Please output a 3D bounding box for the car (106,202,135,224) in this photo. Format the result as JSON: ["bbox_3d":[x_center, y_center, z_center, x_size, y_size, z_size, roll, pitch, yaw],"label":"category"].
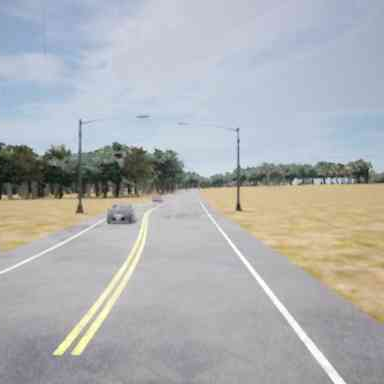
[{"bbox_3d":[-5.424,1.573,25.662,2.128,1.511,4.902,0,0,-7],"label":"car"}]

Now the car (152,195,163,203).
[{"bbox_3d":[-6.994,1.410,67.688,1.812,1.442,4.674,0,0,0],"label":"car"}]
